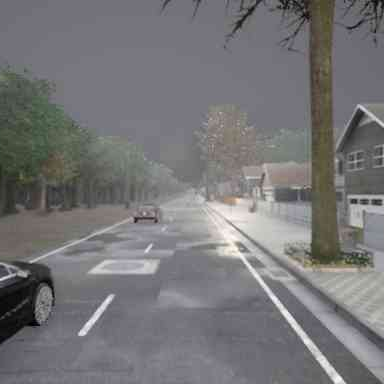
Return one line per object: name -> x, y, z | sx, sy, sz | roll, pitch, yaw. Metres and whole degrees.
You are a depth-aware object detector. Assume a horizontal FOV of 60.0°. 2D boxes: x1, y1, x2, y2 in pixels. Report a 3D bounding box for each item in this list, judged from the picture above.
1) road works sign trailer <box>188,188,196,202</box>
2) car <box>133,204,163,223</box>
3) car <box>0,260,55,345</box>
road works sign trailer -> 0.005, 0.806, 91.036 | 2.380, 3.560, 2.880 | 0, 0, 0
car -> -3.398, 1.620, 26.285 | 2.033, 1.411, 5.357 | 0, 0, 0
car -> -3.398, 1.504, 4.144 | 2.128, 1.511, 4.902 | 0, 0, 0
